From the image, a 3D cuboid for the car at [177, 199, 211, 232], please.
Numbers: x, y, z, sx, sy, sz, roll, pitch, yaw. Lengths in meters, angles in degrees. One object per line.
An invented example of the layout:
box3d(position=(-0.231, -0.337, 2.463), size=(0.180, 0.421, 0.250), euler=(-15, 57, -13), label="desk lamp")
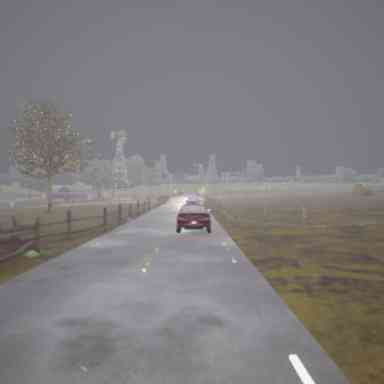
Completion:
box3d(position=(0.098, 1.440, 19.846), size=(1.882, 1.535, 5.008), euler=(0, 0, 0), label="car")
